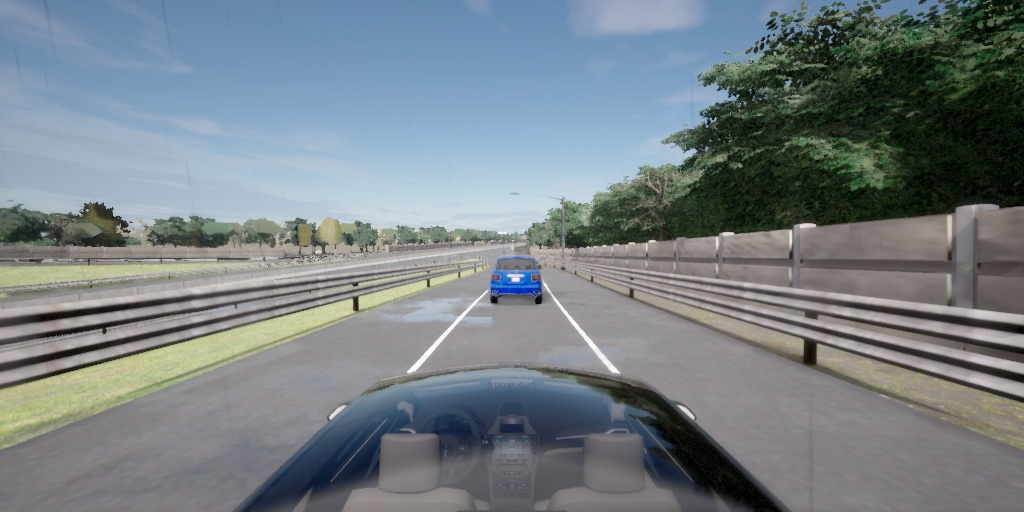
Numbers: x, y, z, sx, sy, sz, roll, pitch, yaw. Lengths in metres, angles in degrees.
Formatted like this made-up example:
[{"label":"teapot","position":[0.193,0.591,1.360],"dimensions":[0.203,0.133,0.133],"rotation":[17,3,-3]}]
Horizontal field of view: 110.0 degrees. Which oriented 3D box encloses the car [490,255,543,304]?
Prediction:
[{"label":"car","position":[0.225,0.997,16.433],"dimensions":[2.150,2.045,5.566],"rotation":[0,0,2]}]
